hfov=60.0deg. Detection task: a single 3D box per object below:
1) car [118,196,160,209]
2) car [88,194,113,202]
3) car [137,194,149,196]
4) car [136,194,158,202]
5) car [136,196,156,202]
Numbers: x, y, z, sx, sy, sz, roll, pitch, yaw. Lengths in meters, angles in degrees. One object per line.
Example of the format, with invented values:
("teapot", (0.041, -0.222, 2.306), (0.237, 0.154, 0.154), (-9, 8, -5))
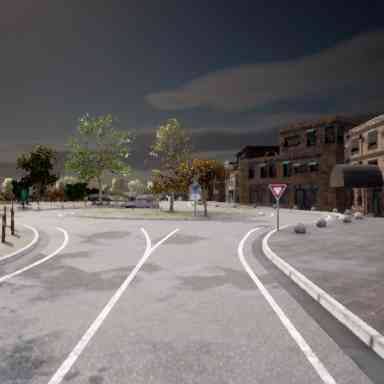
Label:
("car", (-7.284, 1.718, 47.194), (5.357, 1.411, 2.033), (1, -1, -22))
("car", (-24.446, 1.543, 87.341), (5.566, 2.045, 2.435), (0, -1, -2))
("car", (-12.170, 1.623, 85.590), (4.553, 1.767, 2.185), (0, -1, -2))
("car", (-12.372, 1.633, 91.542), (5.566, 2.045, 2.435), (0, -2, -2))
("car", (-12.248, 1.817, 88.621), (5.008, 1.535, 2.097), (0, -1, -2))
